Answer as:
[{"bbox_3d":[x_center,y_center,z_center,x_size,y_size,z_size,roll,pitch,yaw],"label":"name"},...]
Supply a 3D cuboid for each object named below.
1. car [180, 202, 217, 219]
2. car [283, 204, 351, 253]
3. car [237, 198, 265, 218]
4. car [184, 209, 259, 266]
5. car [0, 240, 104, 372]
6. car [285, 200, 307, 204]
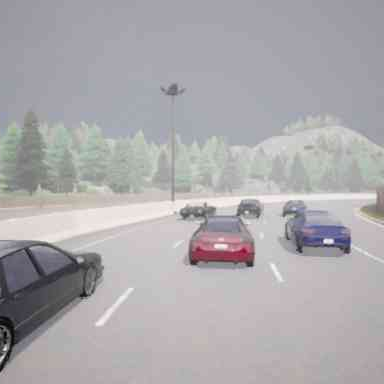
[{"bbox_3d":[0.629,1.424,26.069,1.895,1.301,4.718,0,0,16],"label":"car"},{"bbox_3d":[4.855,1.441,13.218,1.812,1.442,4.674,0,0,9],"label":"car"},{"bbox_3d":[5.020,1.319,28.231,1.837,1.490,4.892,0,0,18],"label":"car"},{"bbox_3d":[1.066,1.487,11.359,1.994,1.385,4.181,0,0,7],"label":"car"},{"bbox_3d":[-3.125,1.506,5.356,2.033,1.411,5.357,0,0,4],"label":"car"},{"bbox_3d":[9.264,1.374,29.706,1.994,1.385,4.181,0,0,20],"label":"car"}]
